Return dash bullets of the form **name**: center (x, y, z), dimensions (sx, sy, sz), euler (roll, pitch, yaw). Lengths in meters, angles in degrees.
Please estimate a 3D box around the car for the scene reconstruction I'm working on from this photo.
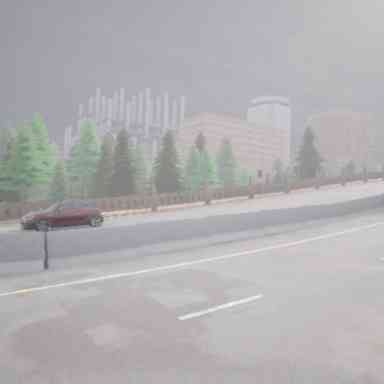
- **car**: center (-7.733, 1.335, 19.958), dimensions (4.553, 1.767, 2.097), euler (-2, 1, -35)
